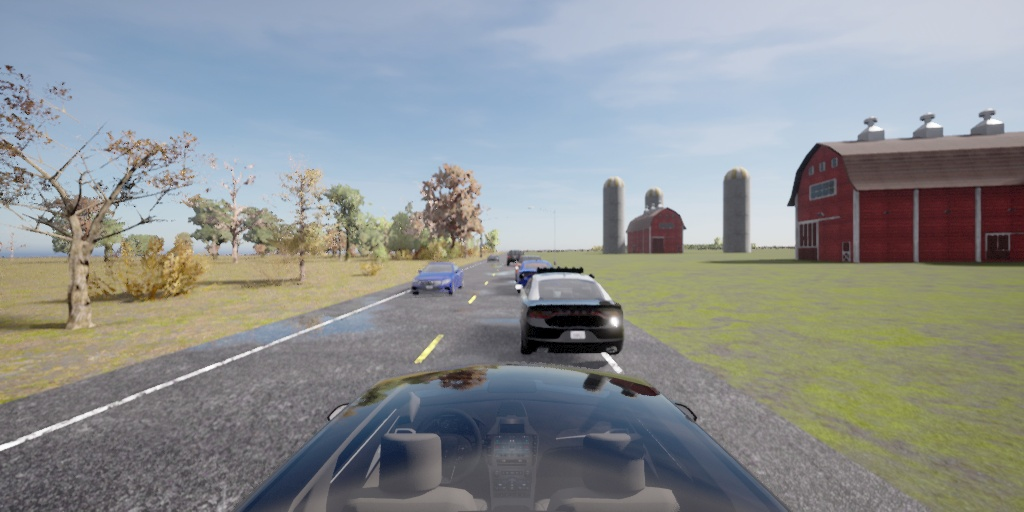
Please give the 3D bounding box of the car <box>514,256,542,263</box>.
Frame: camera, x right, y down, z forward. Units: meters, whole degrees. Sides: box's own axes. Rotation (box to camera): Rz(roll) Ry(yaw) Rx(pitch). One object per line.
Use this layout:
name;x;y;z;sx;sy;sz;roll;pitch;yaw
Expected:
car;1.204;0.957;18.438;1.882;1.535;5.008;0;1;0

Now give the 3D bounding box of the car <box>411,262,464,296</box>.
car;-3.453;1.020;17.425;1.812;1.442;4.674;0;1;1

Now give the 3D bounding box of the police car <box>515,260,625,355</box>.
police car;1.119;1.065;8.548;1.930;1.638;5.238;0;1;0

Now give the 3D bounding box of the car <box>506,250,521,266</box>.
car;0.431;0.222;47.343;2.150;2.045;5.566;0;1;1

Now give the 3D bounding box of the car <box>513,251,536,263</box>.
car;1.255;0.733;24.405;2.097;1.767;4.553;0;1;0

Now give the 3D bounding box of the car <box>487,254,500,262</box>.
car;-3.061;0.361;59.423;1.994;1.385;4.181;0;1;1
